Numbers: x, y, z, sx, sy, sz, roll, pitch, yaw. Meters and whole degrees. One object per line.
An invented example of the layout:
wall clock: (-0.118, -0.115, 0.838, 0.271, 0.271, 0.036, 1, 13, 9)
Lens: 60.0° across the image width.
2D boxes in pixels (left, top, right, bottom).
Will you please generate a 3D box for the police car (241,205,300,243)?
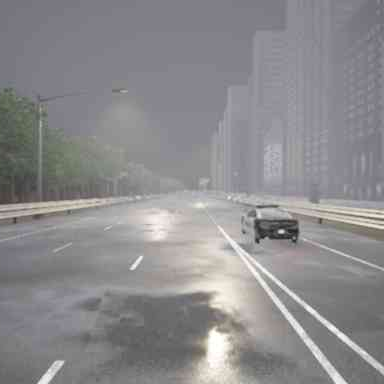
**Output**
police car: (3.634, 1.439, 16.358, 1.930, 1.638, 5.238, 0, 0, -2)
